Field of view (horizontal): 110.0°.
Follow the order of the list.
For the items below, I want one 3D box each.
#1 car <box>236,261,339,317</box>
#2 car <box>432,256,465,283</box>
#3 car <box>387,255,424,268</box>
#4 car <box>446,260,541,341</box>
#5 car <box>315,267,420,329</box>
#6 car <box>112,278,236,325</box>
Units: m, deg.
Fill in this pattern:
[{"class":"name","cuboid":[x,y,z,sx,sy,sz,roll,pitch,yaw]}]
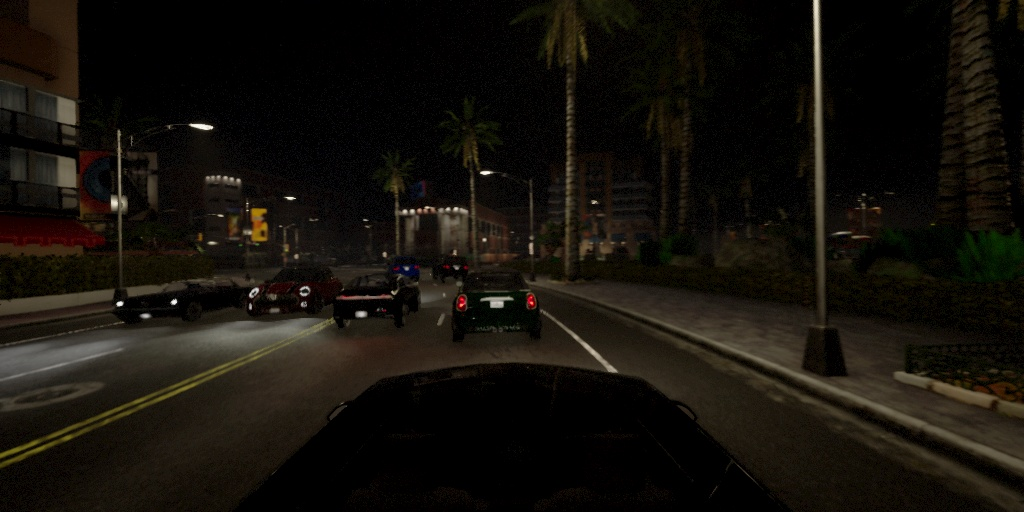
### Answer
[{"class":"car","cuboid":[-8.296,1.228,14.105,2.097,1.767,4.553,-1,0,-11]},{"class":"car","cuboid":[-5.162,1.042,29.638,2.150,2.045,5.566,-1,0,-22]},{"class":"car","cuboid":[-9.197,1.106,30.247,2.150,2.045,5.566,-1,0,-23]},{"class":"car","cuboid":[-0.532,1.107,10.163,2.097,1.767,4.553,-1,0,-5]},{"class":"car","cuboid":[-4.181,1.304,11.697,2.128,1.511,4.902,-1,0,-7]},{"class":"car","cuboid":[-11.591,1.529,13.145,1.895,1.301,4.718,-1,0,-10]}]
